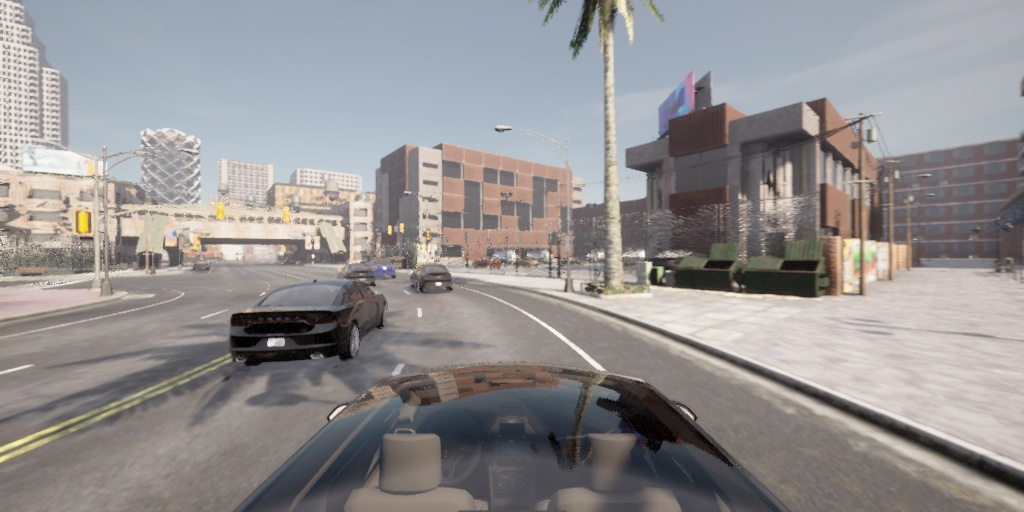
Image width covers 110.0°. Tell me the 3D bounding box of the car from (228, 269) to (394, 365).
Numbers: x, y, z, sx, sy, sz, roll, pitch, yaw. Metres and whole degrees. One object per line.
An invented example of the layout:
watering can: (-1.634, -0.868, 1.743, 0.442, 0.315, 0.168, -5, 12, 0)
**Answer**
car: (-4.215, 1.247, 8.278, 1.882, 1.535, 5.008, 0, 0, -9)

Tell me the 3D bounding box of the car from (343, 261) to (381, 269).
car: (-10.789, 1.276, 24.793, 1.837, 1.490, 4.892, 0, 0, -33)

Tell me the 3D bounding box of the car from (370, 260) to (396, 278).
car: (-12.206, 1.107, 32.502, 2.097, 1.767, 4.553, -1, 0, -37)

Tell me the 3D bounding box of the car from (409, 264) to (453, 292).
car: (-4.853, 1.227, 21.276, 1.837, 1.490, 4.892, -1, 0, -23)
